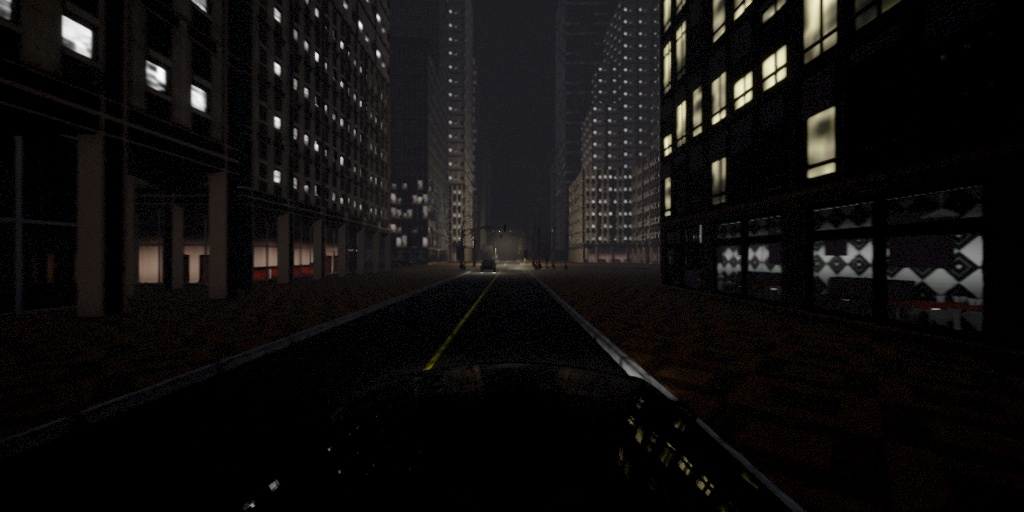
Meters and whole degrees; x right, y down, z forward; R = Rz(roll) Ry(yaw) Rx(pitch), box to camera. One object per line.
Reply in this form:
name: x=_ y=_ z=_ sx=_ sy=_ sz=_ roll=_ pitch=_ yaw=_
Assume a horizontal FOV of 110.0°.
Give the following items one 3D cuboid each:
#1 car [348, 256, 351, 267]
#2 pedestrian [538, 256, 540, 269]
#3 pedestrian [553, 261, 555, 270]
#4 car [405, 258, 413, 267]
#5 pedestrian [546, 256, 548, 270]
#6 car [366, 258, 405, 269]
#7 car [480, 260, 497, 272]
car: x=-24.767 y=0.891 z=53.117 sx=5.009 sy=1.841 sz=2.192 roll=0 pitch=0 yaw=-1
pedestrian: x=3.617 y=0.861 z=48.761 sx=0.375 sy=1.860 sz=0.375 roll=0 pitch=0 yaw=0
pedestrian: x=5.618 y=1.230 z=48.161 sx=0.375 sy=1.300 sz=0.375 roll=0 pitch=0 yaw=0
car: x=-19.232 y=1.076 z=61.820 sx=4.097 sy=1.591 sz=1.967 roll=0 pitch=0 yaw=-1
pedestrian: x=4.617 y=0.893 z=47.561 sx=0.375 sy=1.860 sz=0.375 roll=0 pitch=0 yaw=0
car: x=-18.918 y=1.135 z=53.184 sx=4.829 sy=1.417 sz=1.751 roll=0 pitch=0 yaw=-1
car: x=-3.023 y=1.203 z=46.564 sx=1.882 sy=1.535 sz=5.008 roll=0 pitch=0 yaw=0
